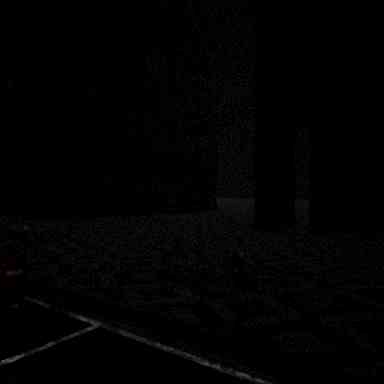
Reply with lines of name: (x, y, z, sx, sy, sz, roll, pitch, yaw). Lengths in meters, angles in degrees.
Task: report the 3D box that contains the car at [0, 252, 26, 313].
car: (-5.007, 1.513, 6.416, 4.507, 1.381, 1.887, 0, 0, 35)
